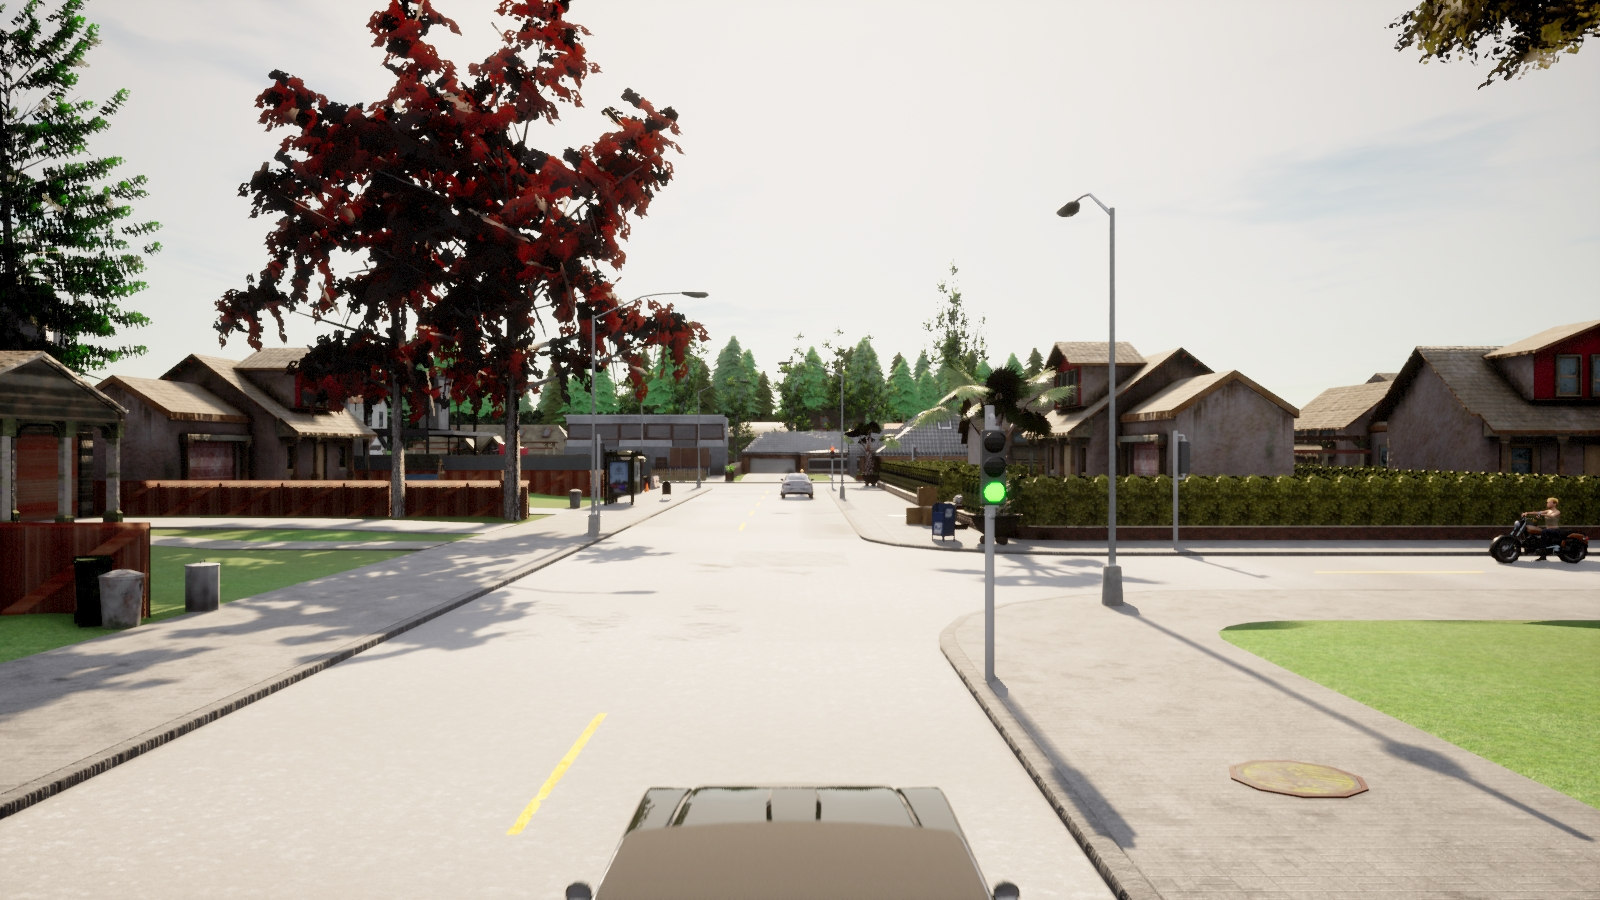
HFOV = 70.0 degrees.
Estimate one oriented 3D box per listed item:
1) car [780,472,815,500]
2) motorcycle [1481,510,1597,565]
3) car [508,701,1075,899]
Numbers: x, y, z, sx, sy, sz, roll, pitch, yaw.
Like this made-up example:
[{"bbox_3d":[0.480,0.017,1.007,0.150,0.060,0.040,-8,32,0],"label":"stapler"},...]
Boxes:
[{"bbox_3d":[-0.164,2.081,66.907,2.002,1.442,4.674,0,0,0],"label":"car"},{"bbox_3d":[18.237,2.155,28.222,2.356,1.307,0.764,0,0,0],"label":"motorcycle"},{"bbox_3d":[-0.030,2.155,4.482,1.895,1.301,4.718,0,0,0],"label":"car"}]
